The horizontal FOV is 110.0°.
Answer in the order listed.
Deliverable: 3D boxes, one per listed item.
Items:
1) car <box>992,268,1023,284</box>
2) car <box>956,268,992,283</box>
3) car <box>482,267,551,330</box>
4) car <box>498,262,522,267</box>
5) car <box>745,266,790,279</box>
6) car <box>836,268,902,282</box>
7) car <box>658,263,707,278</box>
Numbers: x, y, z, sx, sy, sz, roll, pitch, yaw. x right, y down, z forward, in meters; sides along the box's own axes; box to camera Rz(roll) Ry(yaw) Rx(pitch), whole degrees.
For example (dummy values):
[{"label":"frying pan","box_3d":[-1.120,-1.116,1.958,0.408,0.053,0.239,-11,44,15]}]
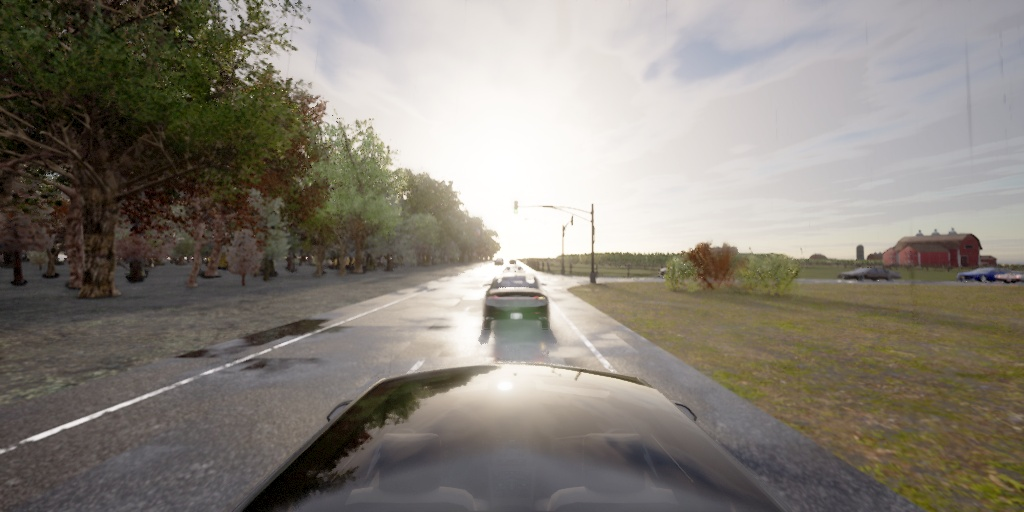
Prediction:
[{"label":"car","box_3d":[48.972,2.015,33.681,4.718,1.301,1.895,1,-1,1]},{"label":"car","box_3d":[49.402,1.972,37.240,5.008,1.535,1.882,0,-1,1]},{"label":"car","box_3d":[0.117,1.284,11.335,2.128,1.511,4.902,0,0,0]},{"label":"car","box_3d":[0.153,1.411,28.132,2.033,1.411,5.357,0,0,0]},{"label":"car","box_3d":[26.777,1.724,37.447,5.008,1.535,1.882,1,-1,0]},{"label":"car","box_3d":[37.217,1.908,37.376,5.357,1.411,2.033,1,-1,0]},{"label":"car","box_3d":[17.808,1.501,37.548,4.553,1.767,2.097,1,-1,1]}]
